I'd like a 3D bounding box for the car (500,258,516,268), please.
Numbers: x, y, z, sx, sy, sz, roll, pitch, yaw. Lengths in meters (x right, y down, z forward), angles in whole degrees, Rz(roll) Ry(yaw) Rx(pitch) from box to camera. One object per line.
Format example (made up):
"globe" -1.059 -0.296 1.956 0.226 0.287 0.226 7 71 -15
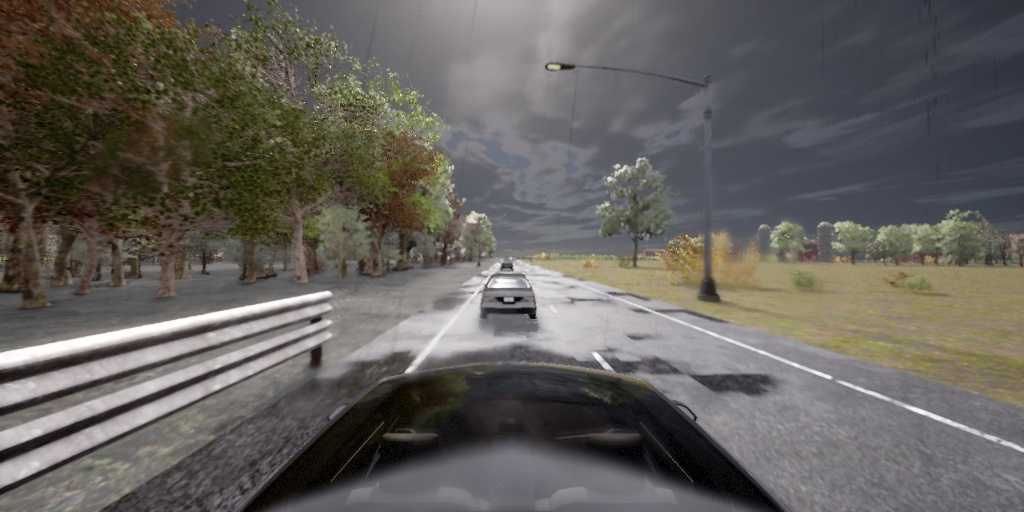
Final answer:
"car" -0.750 1.389 53.383 1.837 1.490 4.892 0 0 -1

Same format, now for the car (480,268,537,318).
"car" -0.131 1.331 13.023 2.033 1.411 5.357 0 0 -1
